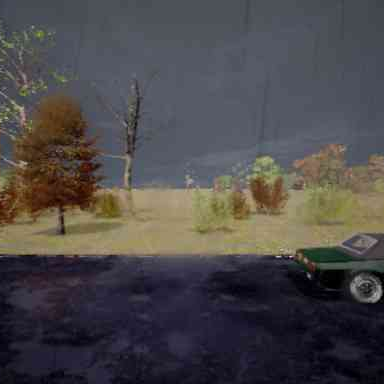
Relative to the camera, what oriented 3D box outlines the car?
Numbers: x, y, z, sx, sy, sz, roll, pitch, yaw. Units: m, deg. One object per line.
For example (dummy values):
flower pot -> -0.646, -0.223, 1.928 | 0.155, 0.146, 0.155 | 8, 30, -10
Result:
car -> 4.867, 1.585, 7.377 | 4.718, 1.301, 1.895 | -1, 0, 4
